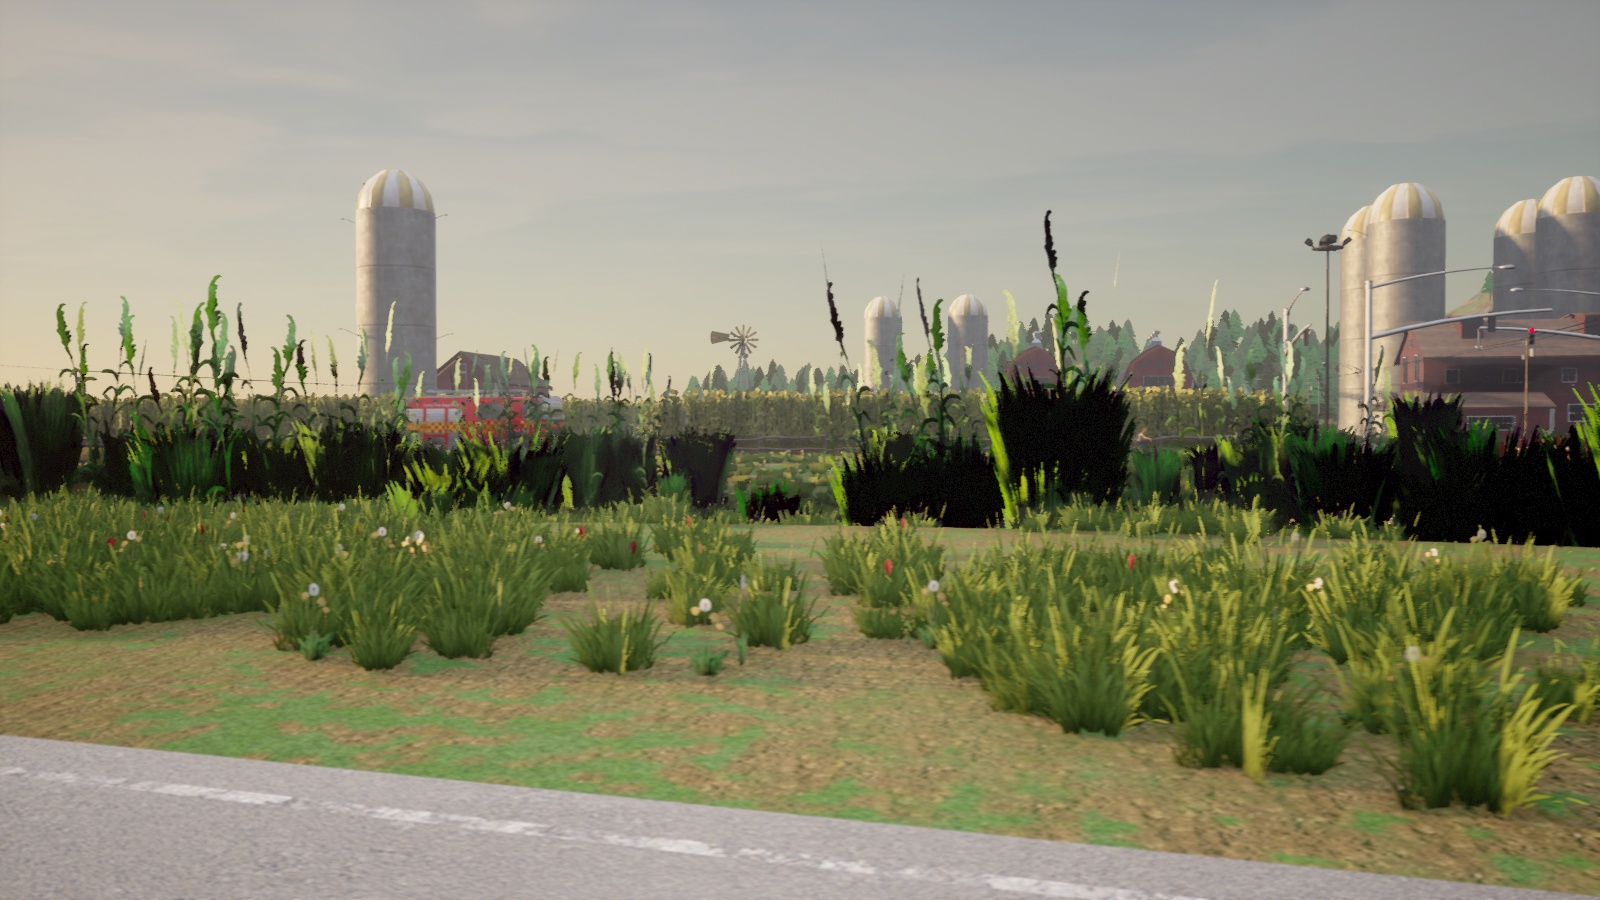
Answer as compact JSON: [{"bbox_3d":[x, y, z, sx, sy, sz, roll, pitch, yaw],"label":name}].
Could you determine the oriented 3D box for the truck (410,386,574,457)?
[{"bbox_3d":[-17.119,-1.593,69.943,8.468,3.827,2.891,1,1,12],"label":"truck"}]
